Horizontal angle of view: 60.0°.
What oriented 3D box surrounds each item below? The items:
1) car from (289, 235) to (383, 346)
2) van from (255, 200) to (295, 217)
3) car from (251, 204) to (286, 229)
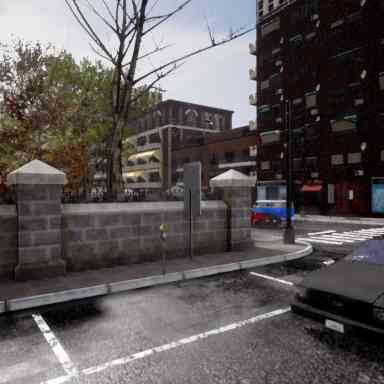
[{"bbox_3d":[4.226,1.545,6.363,5.357,1.411,2.033,0,0,-36],"label":"car"},{"bbox_3d":[7.312,1.643,30.184,1.690,1.788,3.998,-1,0,-36],"label":"van"},{"bbox_3d":[4.459,1.834,24.268,1.994,1.385,4.181,0,-1,-36],"label":"car"}]
